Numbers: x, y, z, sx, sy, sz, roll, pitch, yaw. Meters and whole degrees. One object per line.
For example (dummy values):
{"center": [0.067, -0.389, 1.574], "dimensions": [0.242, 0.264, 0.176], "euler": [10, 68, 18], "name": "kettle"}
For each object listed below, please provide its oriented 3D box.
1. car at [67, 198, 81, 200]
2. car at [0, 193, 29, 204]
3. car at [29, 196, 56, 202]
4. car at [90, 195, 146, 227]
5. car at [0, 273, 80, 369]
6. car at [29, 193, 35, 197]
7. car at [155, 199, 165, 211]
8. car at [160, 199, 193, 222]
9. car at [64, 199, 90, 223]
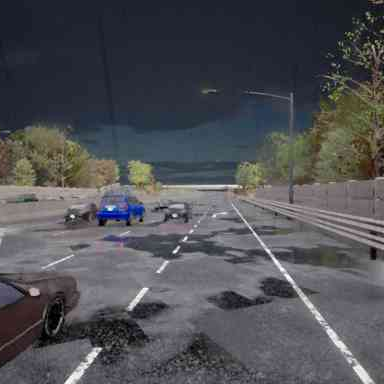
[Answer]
{"center": [-16.852, 1.535, 47.341], "dimensions": [1.812, 1.442, 4.674], "euler": [0, 0, 5], "name": "car"}
{"center": [-24.200, 1.358, 43.908], "dimensions": [2.097, 1.767, 4.553], "euler": [0, 0, 6], "name": "car"}
{"center": [-20.419, 1.610, 46.780], "dimensions": [1.895, 1.301, 4.718], "euler": [0, 0, 5], "name": "car"}
{"center": [-4.812, 1.214, 23.291], "dimensions": [2.150, 2.045, 5.566], "euler": [0, -1, 5], "name": "car"}
{"center": [-3.122, 1.547, 3.513], "dimensions": [2.033, 1.411, 5.357], "euler": [0, 0, 5], "name": "car"}
{"center": [-26.884, 1.239, 52.740], "dimensions": [2.150, 2.045, 5.566], "euler": [0, 0, 6], "name": "car"}
{"center": [-3.233, 1.552, 40.387], "dimensions": [2.033, 1.411, 5.357], "euler": [0, 0, 5], "name": "car"}
{"center": [-1.017, 1.526, 26.343], "dimensions": [1.812, 1.442, 4.674], "euler": [0, 0, 5], "name": "car"}
{"center": [-8.122, 1.526, 25.514], "dimensions": [1.812, 1.442, 4.674], "euler": [0, 0, 5], "name": "car"}
